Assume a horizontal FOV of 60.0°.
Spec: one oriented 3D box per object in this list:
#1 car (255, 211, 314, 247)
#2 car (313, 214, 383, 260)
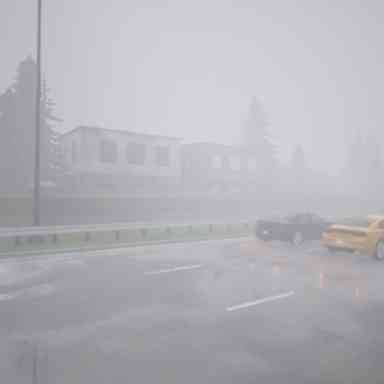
[{"bbox_3d":[5.274,1.662,16.165,5.008,1.535,1.882,1,0,-35],"label":"car"},{"bbox_3d":[7.306,1.662,13.316,5.008,1.535,1.882,1,0,-35],"label":"car"}]
